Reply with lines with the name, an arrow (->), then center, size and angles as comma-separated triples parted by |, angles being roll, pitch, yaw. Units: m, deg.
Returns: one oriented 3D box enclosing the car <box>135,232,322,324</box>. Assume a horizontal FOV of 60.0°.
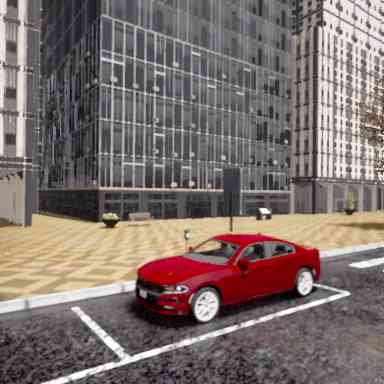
car -> 0.962, 1.606, 7.250 | 4.507, 1.381, 1.887 | 1, -1, -36
